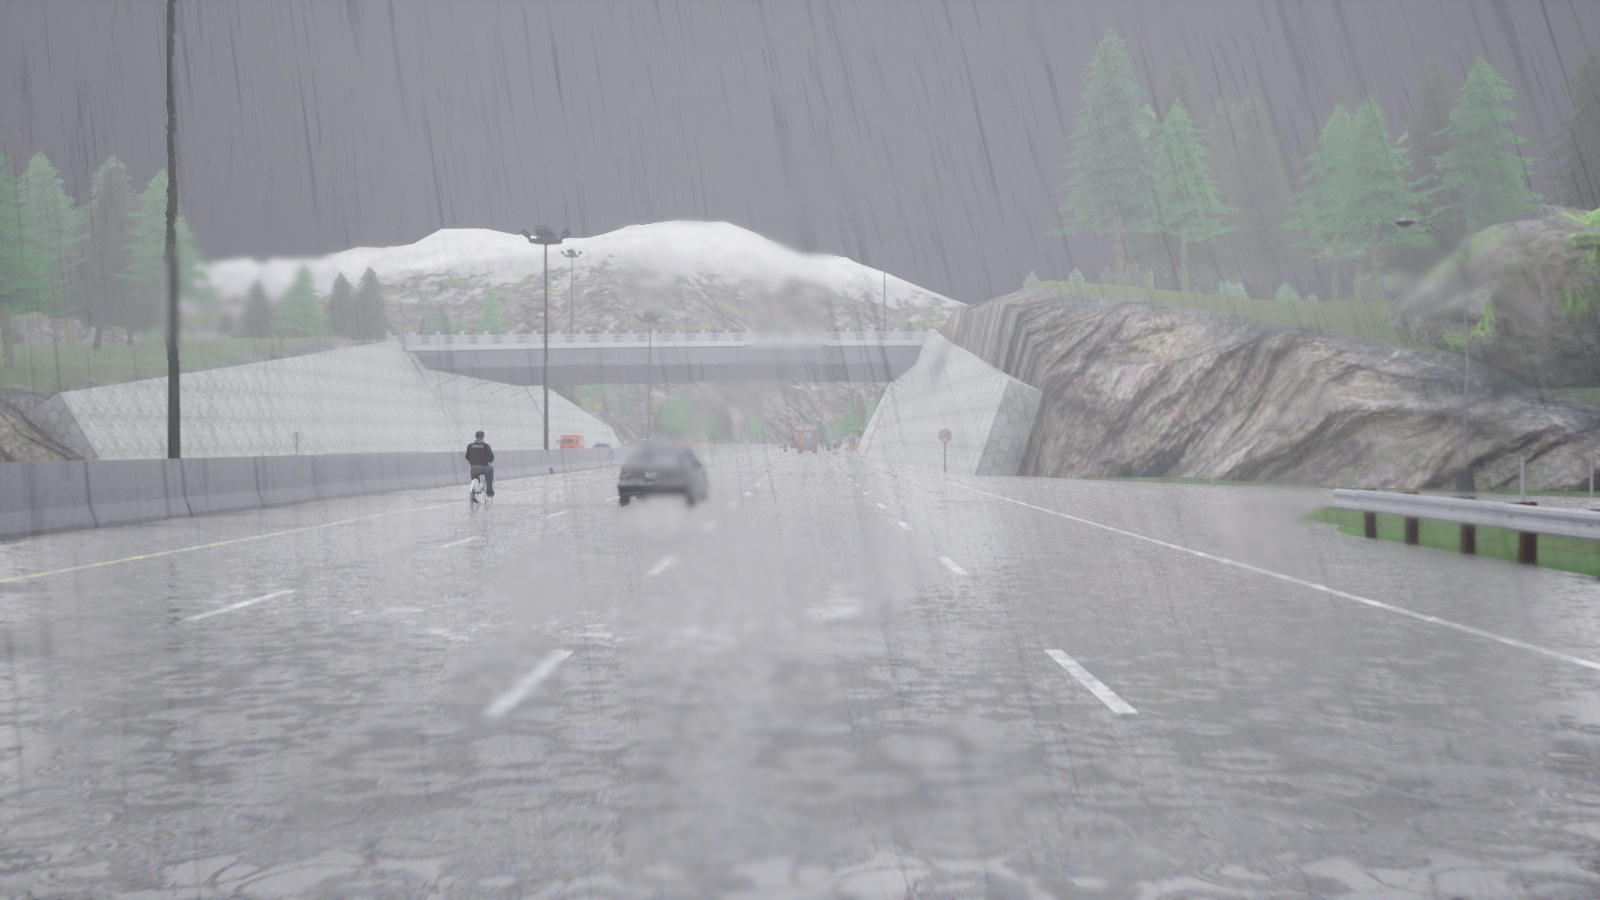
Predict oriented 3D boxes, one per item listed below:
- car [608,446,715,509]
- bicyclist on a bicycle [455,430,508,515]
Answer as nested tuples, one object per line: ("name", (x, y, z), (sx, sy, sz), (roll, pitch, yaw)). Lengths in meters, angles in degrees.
("car", (-3.308, 0.617, 31.033), (2.033, 1.411, 5.357), (0, 0, 0))
("bicyclist on a bicycle", (-6.831, 0.459, 27.011), (0.659, 1.776, 1.843), (0, 0, 0))
